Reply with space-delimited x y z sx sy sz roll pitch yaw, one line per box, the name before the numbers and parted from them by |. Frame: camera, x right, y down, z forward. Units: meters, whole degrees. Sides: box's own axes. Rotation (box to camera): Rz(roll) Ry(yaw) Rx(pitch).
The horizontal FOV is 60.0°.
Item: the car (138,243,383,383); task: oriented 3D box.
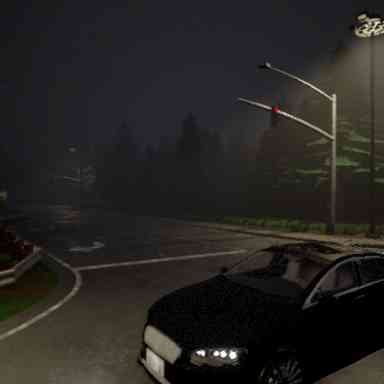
car | 1.637 1.569 4.890 4.902 1.511 2.128 1 -1 -34
